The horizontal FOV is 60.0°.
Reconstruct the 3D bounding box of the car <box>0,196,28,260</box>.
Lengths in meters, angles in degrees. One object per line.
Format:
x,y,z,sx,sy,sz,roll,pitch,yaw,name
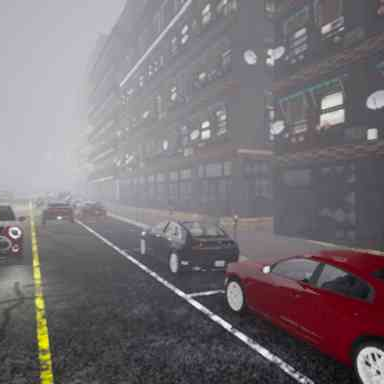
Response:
-6.772,1.157,11.130,2.097,1.767,4.553,1,0,-27,car

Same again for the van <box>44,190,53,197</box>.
-34.321,0.353,79.541,1.690,1.788,3.998,2,0,-26,van

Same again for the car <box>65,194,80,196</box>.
-9.990,1.170,29.872,1.887,1.381,4.507,2,0,-26,car

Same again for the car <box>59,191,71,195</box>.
-12.410,0.997,34.845,1.967,1.590,4.097,2,0,-26,car

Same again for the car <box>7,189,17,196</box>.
-34.098,0.404,61.237,2.192,1.841,5.009,2,0,-26,car

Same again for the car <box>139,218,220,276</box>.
-0.270,1.468,10.002,2.008,1.369,4.403,2,0,-26,car

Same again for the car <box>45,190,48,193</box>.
-27.036,0.758,64.635,1.802,1.307,4.206,2,0,-26,car

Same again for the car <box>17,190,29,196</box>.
-32.758,0.387,64.285,1.882,1.535,5.008,1,0,-26,car

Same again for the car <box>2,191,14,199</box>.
-36.537,0.577,66.204,1.887,1.381,4.507,2,0,-26,car

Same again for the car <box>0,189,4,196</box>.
-19.516,0.784,31.433,2.192,1.841,5.009,2,0,-26,car

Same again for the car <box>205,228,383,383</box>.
2.161,1.539,5.034,1.887,1.381,4.507,2,0,-26,car

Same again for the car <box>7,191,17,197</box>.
-43.831,0.456,81.109,1.802,1.307,4.206,2,0,-26,car

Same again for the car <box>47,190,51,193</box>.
-22.170,0.735,54.699,1.967,1.590,4.097,2,0,-26,car

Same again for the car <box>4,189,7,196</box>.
-21.946,0.716,36.400,2.192,1.841,5.009,2,0,-26,car

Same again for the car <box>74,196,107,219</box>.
-7.560,1.240,24.905,1.887,1.381,4.507,2,0,-26,car

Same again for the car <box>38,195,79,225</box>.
-8.750,1.205,21.574,1.837,1.490,4.892,1,1,-26,car

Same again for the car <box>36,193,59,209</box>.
-15.991,1.093,36.401,1.895,1.301,4.718,1,0,-26,car

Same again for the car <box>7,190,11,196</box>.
-26.817,0.836,46.335,1.947,1.339,4.313,2,0,-26,car

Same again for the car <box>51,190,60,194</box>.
-17.303,0.737,44.763,2.192,1.841,5.009,2,0,-26,car
